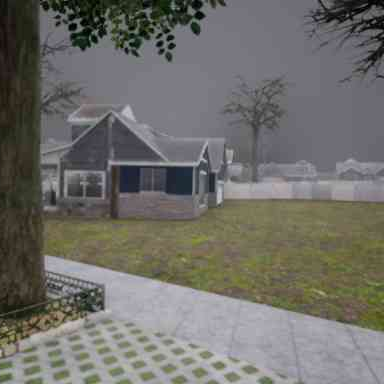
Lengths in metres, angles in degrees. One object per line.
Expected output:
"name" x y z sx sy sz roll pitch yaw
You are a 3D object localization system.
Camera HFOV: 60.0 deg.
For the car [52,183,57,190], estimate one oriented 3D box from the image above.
"car" -21.884 -0.826 55.308 1.812 1.442 4.674 2 3 11
